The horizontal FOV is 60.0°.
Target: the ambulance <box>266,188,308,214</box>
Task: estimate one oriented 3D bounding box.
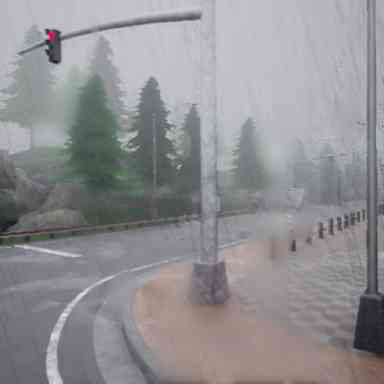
[{"bbox_3d":[9.543,0.846,33.542,2.351,2.431,6.366,0,0,37],"label":"ambulance"}]
